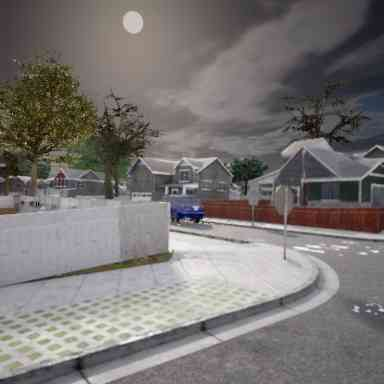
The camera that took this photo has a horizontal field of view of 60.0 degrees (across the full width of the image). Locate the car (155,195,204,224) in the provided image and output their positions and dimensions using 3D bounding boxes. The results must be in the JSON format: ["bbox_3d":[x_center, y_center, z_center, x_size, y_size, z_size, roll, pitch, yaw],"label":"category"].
[{"bbox_3d":[-1.376,1.292,25.513,2.150,2.045,5.566,4,-2,-38],"label":"car"}]

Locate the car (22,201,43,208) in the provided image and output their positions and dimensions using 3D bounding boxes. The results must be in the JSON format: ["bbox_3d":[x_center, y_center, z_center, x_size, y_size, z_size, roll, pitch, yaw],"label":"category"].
[{"bbox_3d":[-21.814,1.398,45.068,1.812,1.442,4.674,4,-2,-43],"label":"car"}]
